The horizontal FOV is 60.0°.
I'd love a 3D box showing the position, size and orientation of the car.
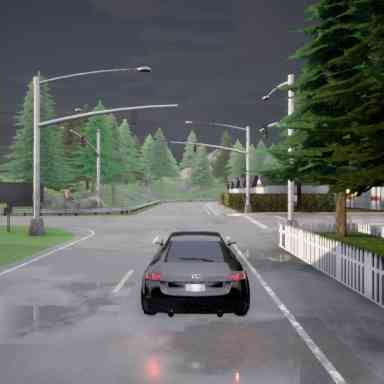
[{"bbox_3d":[0.076,1.568,7.555,1.994,1.385,4.181,0,0,1],"label":"car"}]
